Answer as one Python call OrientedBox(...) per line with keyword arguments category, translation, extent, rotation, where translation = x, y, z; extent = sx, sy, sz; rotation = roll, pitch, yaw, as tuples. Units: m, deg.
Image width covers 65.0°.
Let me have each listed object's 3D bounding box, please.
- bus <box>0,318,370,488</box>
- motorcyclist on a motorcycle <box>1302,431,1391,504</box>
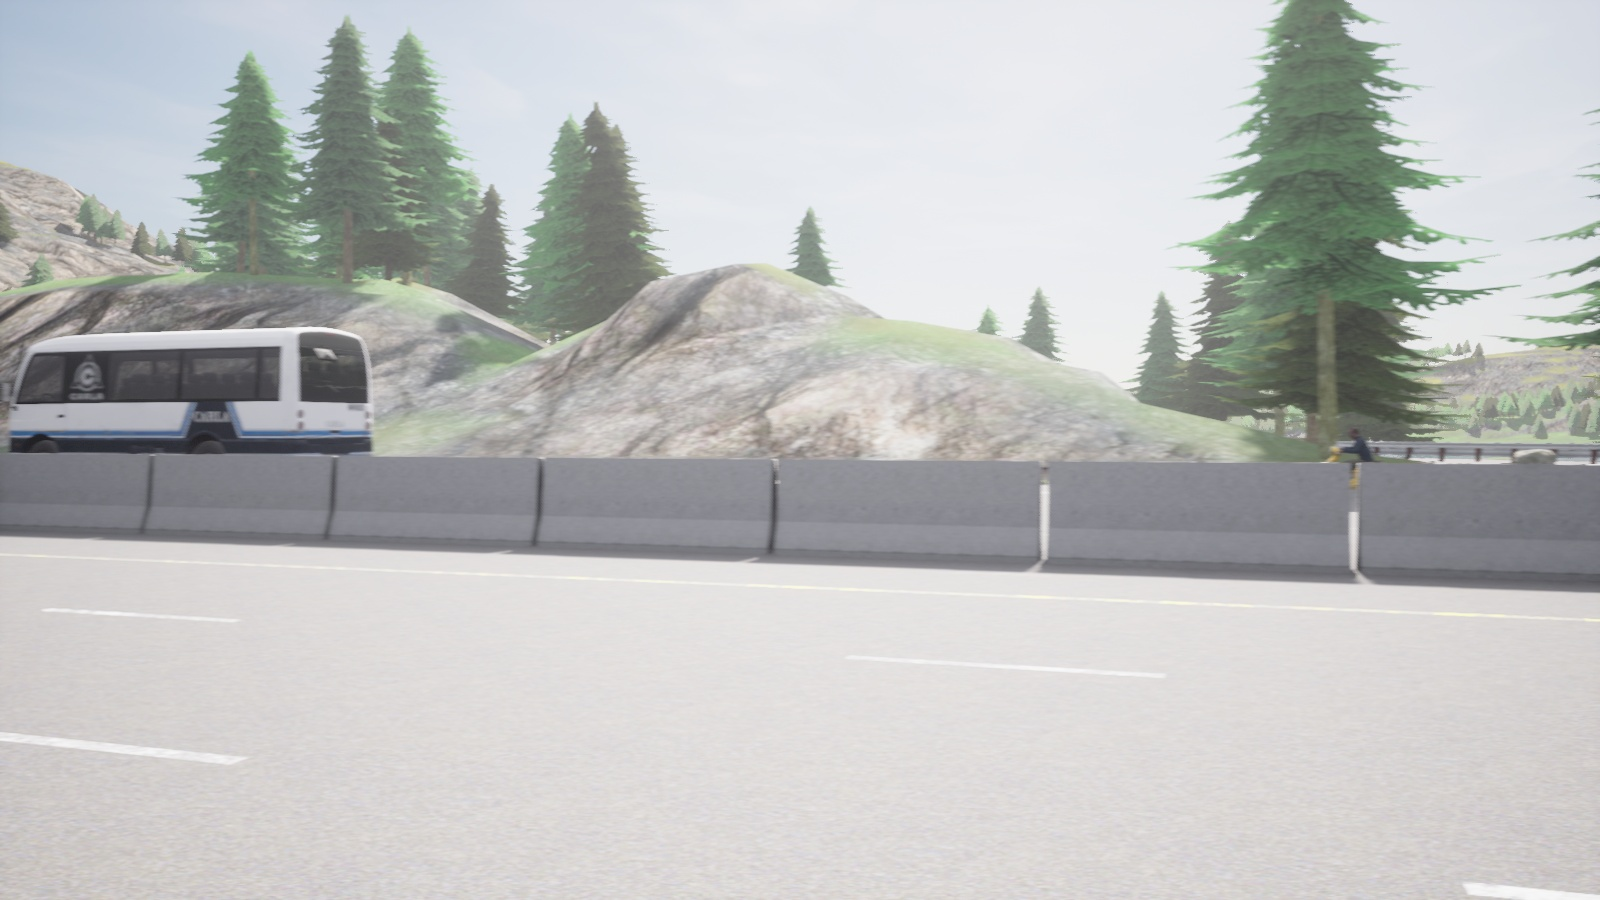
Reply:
OrientedBox(category="bus", translation=(-17.536, -1.252, 34.920), extent=(10.273, 4.253, 3.944), rotation=(1, 1, 19))
OrientedBox(category="motorcyclist on a motorcycle", translation=(12.338, 0.377, 28.407), extent=(1.817, 1.590, 0.866), rotation=(1, 2, 22))
